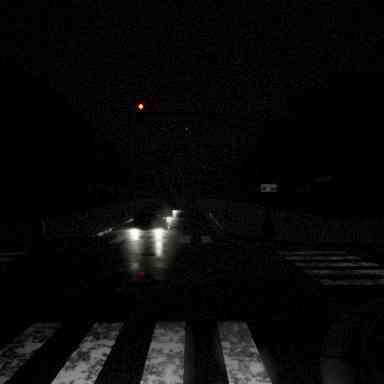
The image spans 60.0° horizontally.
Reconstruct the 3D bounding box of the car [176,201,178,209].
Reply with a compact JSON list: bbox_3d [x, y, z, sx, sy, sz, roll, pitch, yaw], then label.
[{"bbox_3d":[-2.950,1.531,43.452,1.837,1.490,4.892,0,0,0],"label":"car"}]

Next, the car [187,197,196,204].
[{"bbox_3d":[-0.059,1.638,66.684,2.033,1.411,5.357,0,0,-1],"label":"car"}]

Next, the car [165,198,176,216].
[{"bbox_3d":[-2.940,1.497,33.370,1.882,1.535,5.008,0,0,0],"label":"car"}]

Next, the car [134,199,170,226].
[{"bbox_3d":[-2.918,1.491,23.900,1.882,1.535,5.008,0,0,0],"label":"car"}]
